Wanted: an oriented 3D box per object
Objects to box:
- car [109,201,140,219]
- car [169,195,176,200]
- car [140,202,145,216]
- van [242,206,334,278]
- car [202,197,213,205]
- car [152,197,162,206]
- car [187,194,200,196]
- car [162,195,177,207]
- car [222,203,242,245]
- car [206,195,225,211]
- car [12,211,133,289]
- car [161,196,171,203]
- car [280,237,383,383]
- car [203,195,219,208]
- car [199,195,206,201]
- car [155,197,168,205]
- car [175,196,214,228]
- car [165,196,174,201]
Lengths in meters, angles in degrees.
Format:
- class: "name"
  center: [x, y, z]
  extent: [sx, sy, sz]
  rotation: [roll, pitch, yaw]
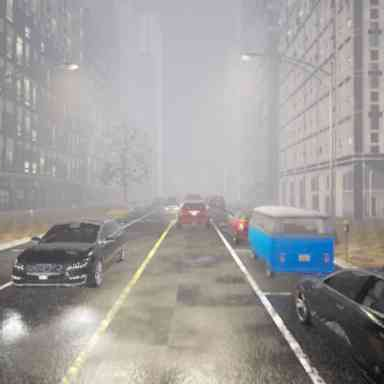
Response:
- class: "car"
  center: [-5.646, 1.556, 26.790]
  extent: [1.752, 1.417, 4.829]
  rotation: [0, 0, 0]
- class: "car"
  center: [-5.538, 1.594, 95.268]
  extent: [1.887, 1.381, 4.507]
  rotation: [0, 0, 0]
- class: "car"
  center: [-5.637, 1.586, 32.654]
  extent: [2.008, 1.369, 4.403]
  rotation: [0, 0, 0]
- class: "van"
  center: [2.709, 1.355, 9.862]
  extent: [1.690, 1.788, 3.998]
  rotation: [0, 0, 0]
- class: "car"
  center: [2.789, 1.575, 61.259]
  extent: [1.752, 1.417, 4.829]
  rotation: [0, 0, 0]
- class: "car"
  center: [-5.601, 1.599, 55.423]
  extent: [2.008, 1.369, 4.403]
  rotation: [0, 0, 0]
- class: "car"
  center: [0.163, 1.260, 41.144]
  extent: [2.150, 2.045, 5.566]
  rotation: [0, 0, 0]
- class: "car"
  center: [-2.996, 1.399, 51.199]
  extent: [2.097, 1.767, 4.553]
  rotation: [0, 0, 0]
- class: "car"
  center: [2.718, 1.461, 15.553]
  extent: [1.967, 1.590, 4.097]
  rotation: [0, 0, 0]
- class: "car"
  center: [2.754, 1.354, 38.321]
  extent: [2.192, 1.841, 5.009]
  rotation: [0, 0, 0]
- class: "car"
  center: [-3.085, 1.518, 9.328]
  extent: [1.837, 1.490, 4.892]
  rotation: [0, 0, 0]
- class: "car"
  center: [-5.574, 1.633, 72.498]
  extent: [1.802, 1.307, 4.206]
  rotation: [0, 0, 0]
- class: "car"
  center: [2.700, 1.572, 4.167]
  extent: [1.947, 1.339, 4.313]
  rotation: [0, 0, 0]
- class: "car"
  center: [2.772, 1.361, 49.706]
  extent: [2.192, 1.841, 5.009]
  rotation: [0, 0, 0]
- class: "car"
  center: [2.833, 1.616, 89.551]
  extent: [1.947, 1.339, 4.313]
  rotation: [0, 0, 0]
- class: "car"
  center: [-5.592, 1.616, 61.115]
  extent: [1.947, 1.339, 4.313]
  rotation: [0, 0, 0]
- class: "car"
  center: [0.134, 1.379, 22.725]
  extent: [2.097, 1.767, 4.553]
  rotation: [0, 0, 0]
- class: "car"
  center: [-5.556, 1.602, 83.884]
  extent: [2.008, 1.369, 4.403]
  rotation: [0, 0, 0]
